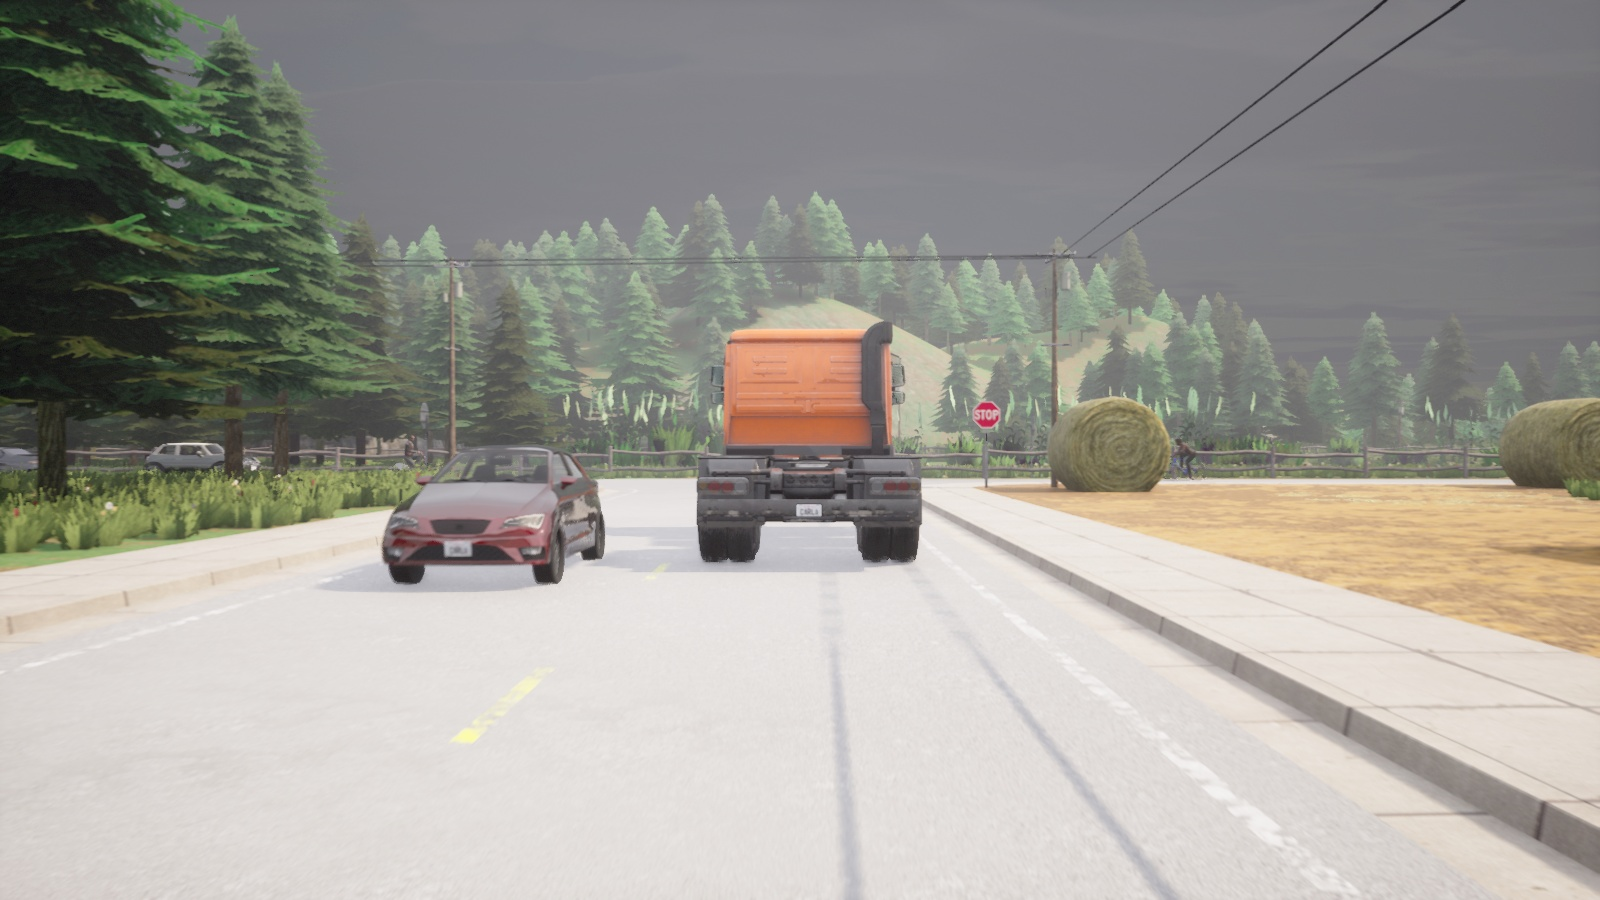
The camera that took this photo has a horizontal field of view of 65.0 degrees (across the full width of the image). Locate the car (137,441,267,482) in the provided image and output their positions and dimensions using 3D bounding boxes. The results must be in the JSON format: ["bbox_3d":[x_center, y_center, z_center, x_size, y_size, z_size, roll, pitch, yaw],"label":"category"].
[{"bbox_3d":[-21.828,0.402,45.921,3.806,1.475,1.970,0,0,3],"label":"car"}]

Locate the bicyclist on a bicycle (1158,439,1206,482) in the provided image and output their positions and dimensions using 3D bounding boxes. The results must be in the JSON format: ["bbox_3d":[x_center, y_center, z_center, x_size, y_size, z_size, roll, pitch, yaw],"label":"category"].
[{"bbox_3d":[14.434,0.407,47.495,1.656,1.620,0.582,0,0,3],"label":"bicyclist on a bicycle"}]

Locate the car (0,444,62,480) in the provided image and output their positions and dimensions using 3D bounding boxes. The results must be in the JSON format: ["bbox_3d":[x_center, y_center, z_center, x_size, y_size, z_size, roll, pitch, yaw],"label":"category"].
[{"bbox_3d":[-32.489,0.462,49.738,5.357,1.411,2.033,0,0,1],"label":"car"}]

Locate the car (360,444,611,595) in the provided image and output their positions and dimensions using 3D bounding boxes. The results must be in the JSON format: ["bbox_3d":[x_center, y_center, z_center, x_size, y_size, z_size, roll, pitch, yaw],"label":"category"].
[{"bbox_3d":[-3.404,0.676,14.437,1.816,1.474,4.193,0,0,0],"label":"car"}]

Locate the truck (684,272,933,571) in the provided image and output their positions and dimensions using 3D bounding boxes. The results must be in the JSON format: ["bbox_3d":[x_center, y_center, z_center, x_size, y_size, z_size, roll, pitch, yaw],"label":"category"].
[{"bbox_3d":[0.117,-0.341,18.512,2.891,3.462,7.936,0,0,0],"label":"truck"}]
